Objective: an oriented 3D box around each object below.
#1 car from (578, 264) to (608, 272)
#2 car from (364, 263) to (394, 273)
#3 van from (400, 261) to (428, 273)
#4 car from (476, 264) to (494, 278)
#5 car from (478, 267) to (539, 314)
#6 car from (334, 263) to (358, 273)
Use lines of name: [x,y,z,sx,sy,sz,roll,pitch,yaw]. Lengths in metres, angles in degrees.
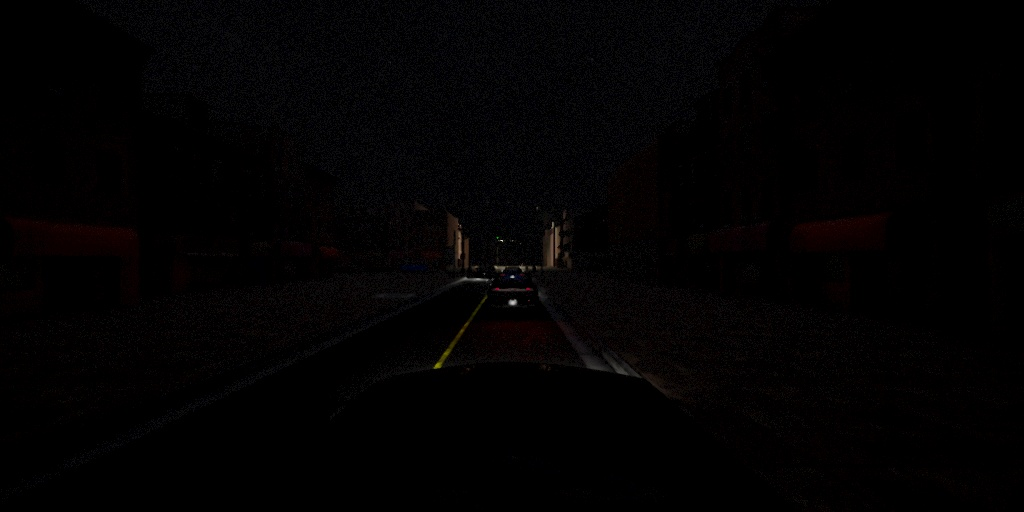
car: [12.261,1.808,54.515,4.403,1.370,2.007,0,0,0]
car: [-20.216,1.779,54.359,4.097,1.591,1.967,0,0,0]
van: [-14.741,1.665,54.385,3.998,1.789,1.690,0,0,0]
car: [-2.796,1.621,39.092,1.837,1.490,4.892,0,-1,1]
car: [0.044,1.356,14.285,2.128,1.511,4.902,0,0,0]
car: [-25.691,1.795,54.332,4.097,1.591,1.967,0,0,0]
